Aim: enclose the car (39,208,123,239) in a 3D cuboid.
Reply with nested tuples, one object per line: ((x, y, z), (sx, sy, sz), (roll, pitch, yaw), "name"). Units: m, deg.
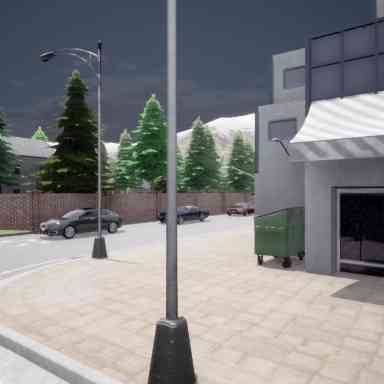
((-6.158, 1.681, 18.908), (1.837, 1.490, 4.892), (0, 0, 36), "car")

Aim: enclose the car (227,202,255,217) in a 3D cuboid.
((5.290, 1.740, 34.356), (1.994, 1.385, 4.181), (0, 0, 36), "car")

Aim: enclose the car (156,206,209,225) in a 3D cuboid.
((-0.644, 1.777, 26.353), (1.895, 1.301, 4.718), (0, 0, 36), "car")
